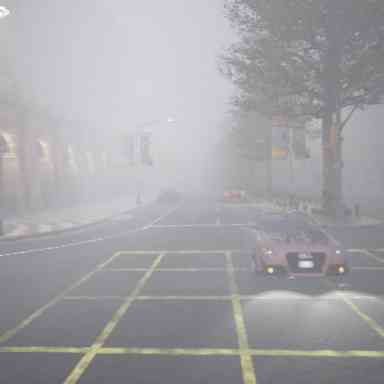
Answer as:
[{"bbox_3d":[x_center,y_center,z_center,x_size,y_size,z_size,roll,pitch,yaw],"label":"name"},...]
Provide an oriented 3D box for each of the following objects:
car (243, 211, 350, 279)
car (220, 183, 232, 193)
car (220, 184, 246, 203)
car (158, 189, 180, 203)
[{"bbox_3d":[2.456,1.209,8.747,1.994,1.385,4.181,-1,2,4],"label":"car"},{"bbox_3d":[5.913,-0.688,57.529,1.882,1.535,5.008,-1,2,4],"label":"car"},{"bbox_3d":[4.193,0.043,33.331,2.097,1.767,4.553,-1,2,4],"label":"car"},{"bbox_3d":[-2.398,0.401,35.690,1.895,1.301,4.718,-1,2,4],"label":"car"}]
